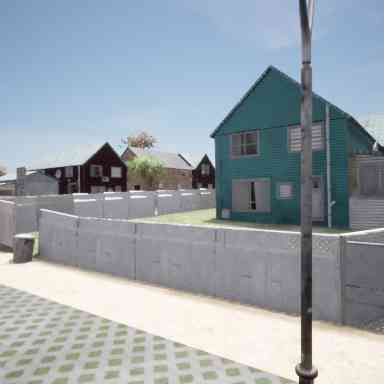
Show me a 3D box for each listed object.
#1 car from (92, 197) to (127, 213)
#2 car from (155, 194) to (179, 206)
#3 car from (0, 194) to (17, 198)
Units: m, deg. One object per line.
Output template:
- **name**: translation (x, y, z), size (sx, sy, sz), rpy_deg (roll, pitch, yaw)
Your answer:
- **car**: translation (-7.403, 0.972, 28.868), size (1.837, 1.490, 4.892), rpy_deg (-1, 1, 35)
- **car**: translation (-2.148, 0.575, 36.313), size (2.097, 1.767, 4.553), rpy_deg (-1, 1, 36)
- **car**: translation (-12.737, 1.067, 21.437), size (2.097, 1.767, 4.553), rpy_deg (-1, 1, 37)
